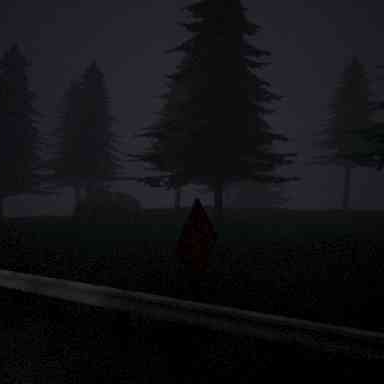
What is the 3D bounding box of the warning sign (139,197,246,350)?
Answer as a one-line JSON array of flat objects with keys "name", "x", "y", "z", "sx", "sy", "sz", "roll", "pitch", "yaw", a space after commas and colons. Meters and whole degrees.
[{"name": "warning sign", "x": 0.060, "y": 1.021, "z": 4.940, "sx": 1.060, "sy": 1.860, "sz": 1.300, "roll": 0, "pitch": 1, "yaw": 29}]
